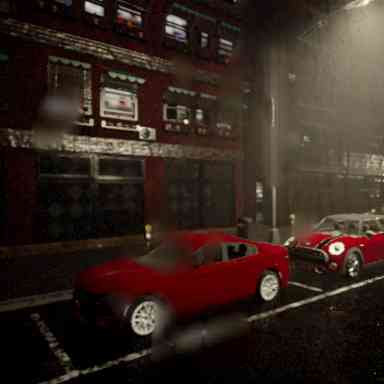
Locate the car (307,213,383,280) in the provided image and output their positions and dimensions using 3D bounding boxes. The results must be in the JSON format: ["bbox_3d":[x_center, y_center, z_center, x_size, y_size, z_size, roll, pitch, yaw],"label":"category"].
[{"bbox_3d":[4.523,1.396,9.786,4.097,1.590,1.967,0,0,-36],"label":"car"}]

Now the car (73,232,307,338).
[{"bbox_3d":[0.015,1.527,6.569,4.507,1.381,1.887,0,0,-36],"label":"car"}]
